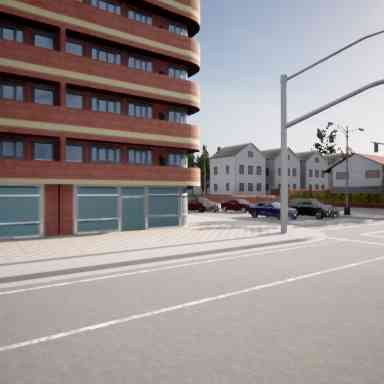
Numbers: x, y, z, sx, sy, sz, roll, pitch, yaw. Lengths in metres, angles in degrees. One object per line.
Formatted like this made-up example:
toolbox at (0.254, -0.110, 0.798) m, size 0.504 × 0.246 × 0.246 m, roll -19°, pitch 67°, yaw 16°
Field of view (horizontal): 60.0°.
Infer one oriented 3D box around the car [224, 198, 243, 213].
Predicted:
car at (5.204, 1.478, 36.671) m, size 1.882 × 1.535 × 5.008 m, roll 0°, pitch 0°, yaw -35°

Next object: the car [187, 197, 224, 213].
car at (1.024, 1.352, 36.565) m, size 2.097 × 1.767 × 4.553 m, roll 0°, pitch 0°, yaw -33°

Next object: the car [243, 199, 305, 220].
car at (6.823, 1.526, 28.204) m, size 1.812 × 1.442 × 4.674 m, roll 0°, pitch 0°, yaw -35°

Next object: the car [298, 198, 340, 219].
car at (10.457, 1.352, 29.098) m, size 2.097 × 1.767 × 4.553 m, roll 0°, pitch 0°, yaw -35°
